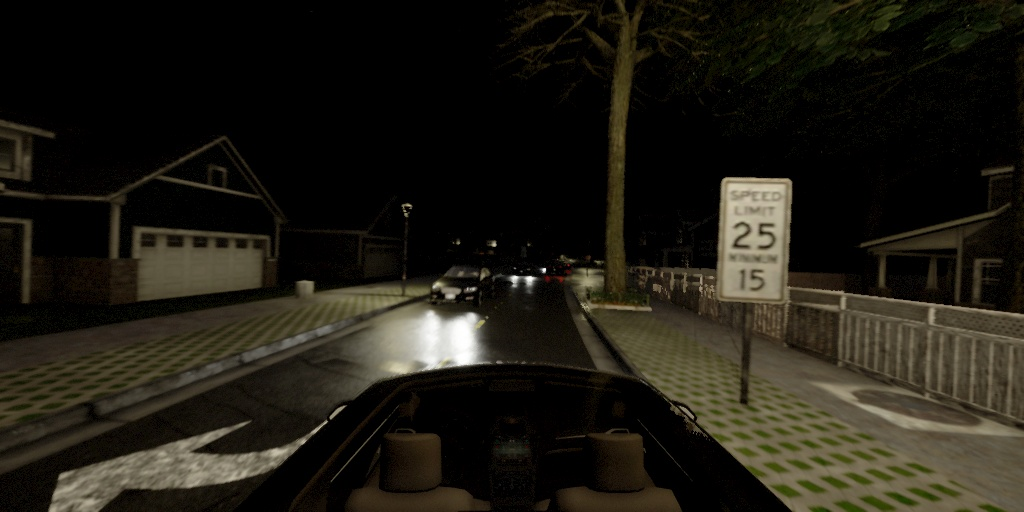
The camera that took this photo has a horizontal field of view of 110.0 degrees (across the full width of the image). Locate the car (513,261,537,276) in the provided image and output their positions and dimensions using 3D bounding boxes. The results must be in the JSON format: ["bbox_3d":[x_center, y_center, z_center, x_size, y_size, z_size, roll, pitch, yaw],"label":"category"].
[{"bbox_3d":[1.352,1.219,36.683,1.812,1.442,4.674,3,0,11],"label":"car"}]

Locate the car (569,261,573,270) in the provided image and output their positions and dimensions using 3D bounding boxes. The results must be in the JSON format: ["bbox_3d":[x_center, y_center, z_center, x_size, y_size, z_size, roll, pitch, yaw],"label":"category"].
[{"bbox_3d":[8.043,1.372,53.646,1.895,1.301,4.718,3,1,14],"label":"car"}]

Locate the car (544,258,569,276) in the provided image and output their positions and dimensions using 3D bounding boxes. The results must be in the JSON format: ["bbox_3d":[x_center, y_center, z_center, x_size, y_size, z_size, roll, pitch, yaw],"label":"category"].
[{"bbox_3d":[4.946,1.296,39.999,1.882,1.535,5.008,3,0,11],"label":"car"}]

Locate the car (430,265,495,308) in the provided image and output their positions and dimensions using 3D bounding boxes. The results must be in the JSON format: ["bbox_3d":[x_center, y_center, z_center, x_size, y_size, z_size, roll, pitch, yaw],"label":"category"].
[{"bbox_3d":[-1.857,1.130,14.773,2.128,1.511,4.902,3,0,6],"label":"car"}]

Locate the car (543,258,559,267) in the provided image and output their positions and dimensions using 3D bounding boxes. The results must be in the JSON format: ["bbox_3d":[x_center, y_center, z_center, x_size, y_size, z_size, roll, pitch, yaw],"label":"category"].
[{"bbox_3d":[6.441,1.033,58.842,1.895,1.301,4.718,3,1,15],"label":"car"}]
